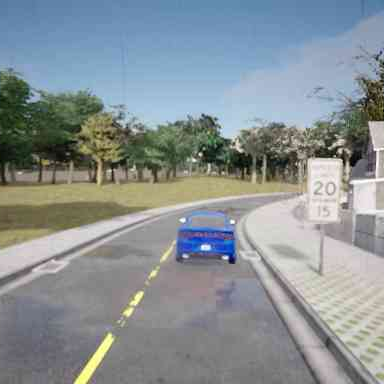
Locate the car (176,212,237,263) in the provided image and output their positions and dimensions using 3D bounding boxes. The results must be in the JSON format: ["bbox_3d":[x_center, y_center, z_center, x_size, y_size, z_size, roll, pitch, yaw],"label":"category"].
[{"bbox_3d":[0.549,1.444,12.107,1.882,1.535,5.008,1,1,3],"label":"car"}]
